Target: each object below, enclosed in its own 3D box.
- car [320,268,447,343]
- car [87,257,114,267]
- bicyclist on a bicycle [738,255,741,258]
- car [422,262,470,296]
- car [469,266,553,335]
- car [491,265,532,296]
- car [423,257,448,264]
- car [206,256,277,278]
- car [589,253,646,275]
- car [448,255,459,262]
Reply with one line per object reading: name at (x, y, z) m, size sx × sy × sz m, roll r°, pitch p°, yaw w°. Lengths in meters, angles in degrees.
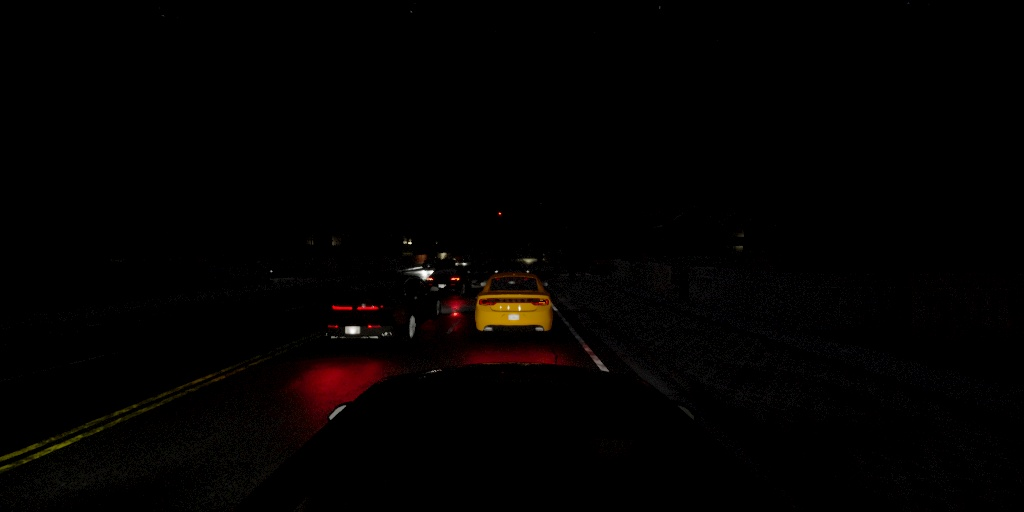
car at (-3.190, 1.239, 9.615) m, size 1.837 × 1.490 × 4.892 m, roll 0°, pitch 0°, yaw 0°
car at (-37.767, 1.084, 32.079) m, size 5.566 × 2.045 × 2.150 m, roll -1°, pitch 1°, yaw 5°
bicyclist on a bicycle at (18.405, 0.782, 28.817) m, size 0.582 × 1.620 × 1.656 m, roll 0°, pitch 0°, yaw -2°
car at (-3.248, 1.212, 18.924) m, size 1.812 × 1.442 × 4.674 m, roll 0°, pitch 0°, yaw 1°
car at (0.062, 1.209, 10.499) m, size 1.882 × 1.535 × 5.008 m, roll 0°, pitch 0°, yaw 0°
car at (0.008, 1.247, 19.388) m, size 1.994 × 1.385 × 4.181 m, roll 0°, pitch 0°, yaw 1°
car at (-9.919, 0.932, 45.183) m, size 2.128 × 1.511 × 4.902 m, roll 0°, pitch 1°, yaw 0°
car at (-23.643, 0.992, 31.204) m, size 5.566 × 2.045 × 2.150 m, roll 0°, pitch 1°, yaw 2°
car at (10.312, 0.706, 34.505) m, size 5.566 × 2.045 × 2.150 m, roll 0°, pitch 1°, yaw 0°
car at (-9.934, 0.893, 55.246) m, size 1.994 × 1.385 × 4.181 m, roll 0°, pitch 1°, yaw 0°
